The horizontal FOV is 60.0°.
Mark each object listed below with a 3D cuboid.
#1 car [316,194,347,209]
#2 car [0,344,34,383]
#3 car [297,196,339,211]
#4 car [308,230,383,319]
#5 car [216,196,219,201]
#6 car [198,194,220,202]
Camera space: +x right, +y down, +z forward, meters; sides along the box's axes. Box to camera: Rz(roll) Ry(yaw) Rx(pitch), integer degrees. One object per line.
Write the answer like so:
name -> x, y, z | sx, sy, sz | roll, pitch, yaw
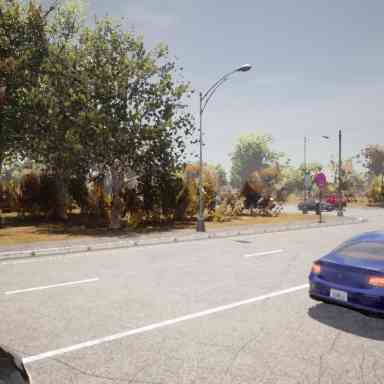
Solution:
car -> 16.941, 1.221, 42.696 | 2.150, 2.045, 5.566 | 0, 0, -32
car -> -3.315, 1.492, 1.381 | 4.902, 1.511, 2.128 | 0, 0, -36
car -> 14.613, 1.564, 39.458 | 1.994, 1.385, 4.181 | 0, 0, -32
car -> 4.283, 1.526, 6.809 | 4.674, 1.442, 1.812 | 0, 0, -36
car -> 3.980, 1.459, 56.278 | 1.812, 1.442, 4.674 | 0, 1, -32
car -> 3.474, 1.266, 70.376 | 2.128, 1.511, 4.902 | 0, 1, -34
